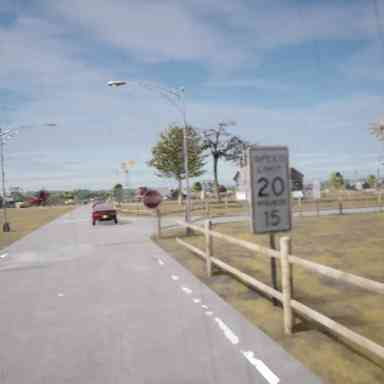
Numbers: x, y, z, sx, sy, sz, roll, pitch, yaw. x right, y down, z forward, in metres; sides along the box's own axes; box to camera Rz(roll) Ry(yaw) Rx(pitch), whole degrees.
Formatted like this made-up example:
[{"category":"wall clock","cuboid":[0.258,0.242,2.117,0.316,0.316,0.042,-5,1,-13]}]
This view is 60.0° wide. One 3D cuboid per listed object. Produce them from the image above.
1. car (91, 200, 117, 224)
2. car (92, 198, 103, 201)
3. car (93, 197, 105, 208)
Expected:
[{"category":"car","cuboid":[-7.297,1.741,27.653,1.882,1.535,5.008,-3,0,-16]},{"category":"car","cuboid":[-15.867,2.276,57.315,1.837,1.490,4.892,-3,-2,-16]},{"category":"car","cuboid":[-19.152,2.216,68.276,2.150,2.045,5.566,-3,0,-16]}]
